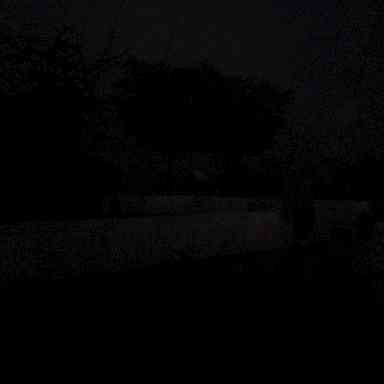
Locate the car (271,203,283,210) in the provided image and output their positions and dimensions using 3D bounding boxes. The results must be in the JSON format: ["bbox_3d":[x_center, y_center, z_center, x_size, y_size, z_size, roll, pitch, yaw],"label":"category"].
[{"bbox_3d":[8.764,1.336,27.758,2.128,1.511,4.902,2,0,-36],"label":"car"}]
